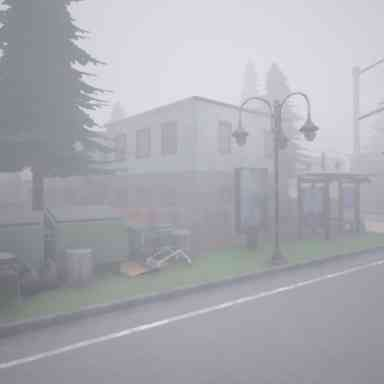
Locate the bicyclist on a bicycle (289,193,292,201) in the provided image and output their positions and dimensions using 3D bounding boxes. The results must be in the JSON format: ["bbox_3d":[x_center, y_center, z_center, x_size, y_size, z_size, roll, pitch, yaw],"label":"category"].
[{"bbox_3d":[10.683,0.968,36.341,0.582,1.620,1.656,0,1,44],"label":"bicyclist on a bicycle"}]
